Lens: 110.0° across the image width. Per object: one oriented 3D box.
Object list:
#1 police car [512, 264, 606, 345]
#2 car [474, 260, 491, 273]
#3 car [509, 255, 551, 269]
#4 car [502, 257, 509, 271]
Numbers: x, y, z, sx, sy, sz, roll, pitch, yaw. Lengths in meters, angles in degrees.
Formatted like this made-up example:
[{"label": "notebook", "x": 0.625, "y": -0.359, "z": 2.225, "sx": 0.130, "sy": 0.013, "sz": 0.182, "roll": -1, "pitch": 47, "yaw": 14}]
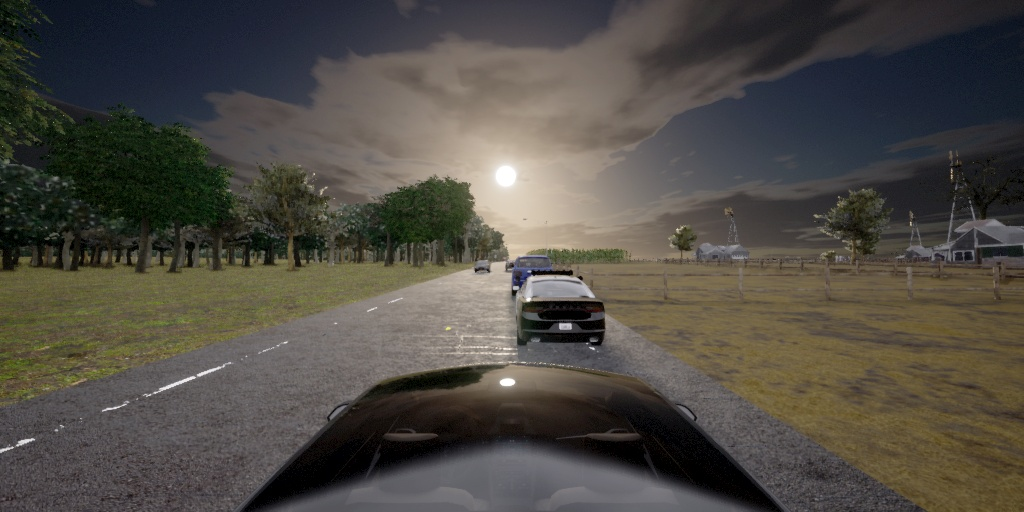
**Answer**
[{"label": "police car", "x": 1.051, "y": 1.181, "z": 9.628, "sx": 1.930, "sy": 1.638, "sz": 5.238, "roll": 0, "pitch": 0, "yaw": 0}, {"label": "car", "x": -3.586, "y": 1.268, "z": 44.076, "sx": 1.837, "sy": 1.490, "sz": 4.892, "roll": 0, "pitch": 0, "yaw": 0}, {"label": "car", "x": 1.055, "y": 0.984, "z": 19.560, "sx": 2.150, "sy": 2.045, "sz": 5.566, "roll": 0, "pitch": 0, "yaw": 0}, {"label": "car", "x": 0.050, "y": 1.253, "z": 50.136, "sx": 2.128, "sy": 1.511, "sz": 4.902, "roll": 0, "pitch": 0, "yaw": 1}]
